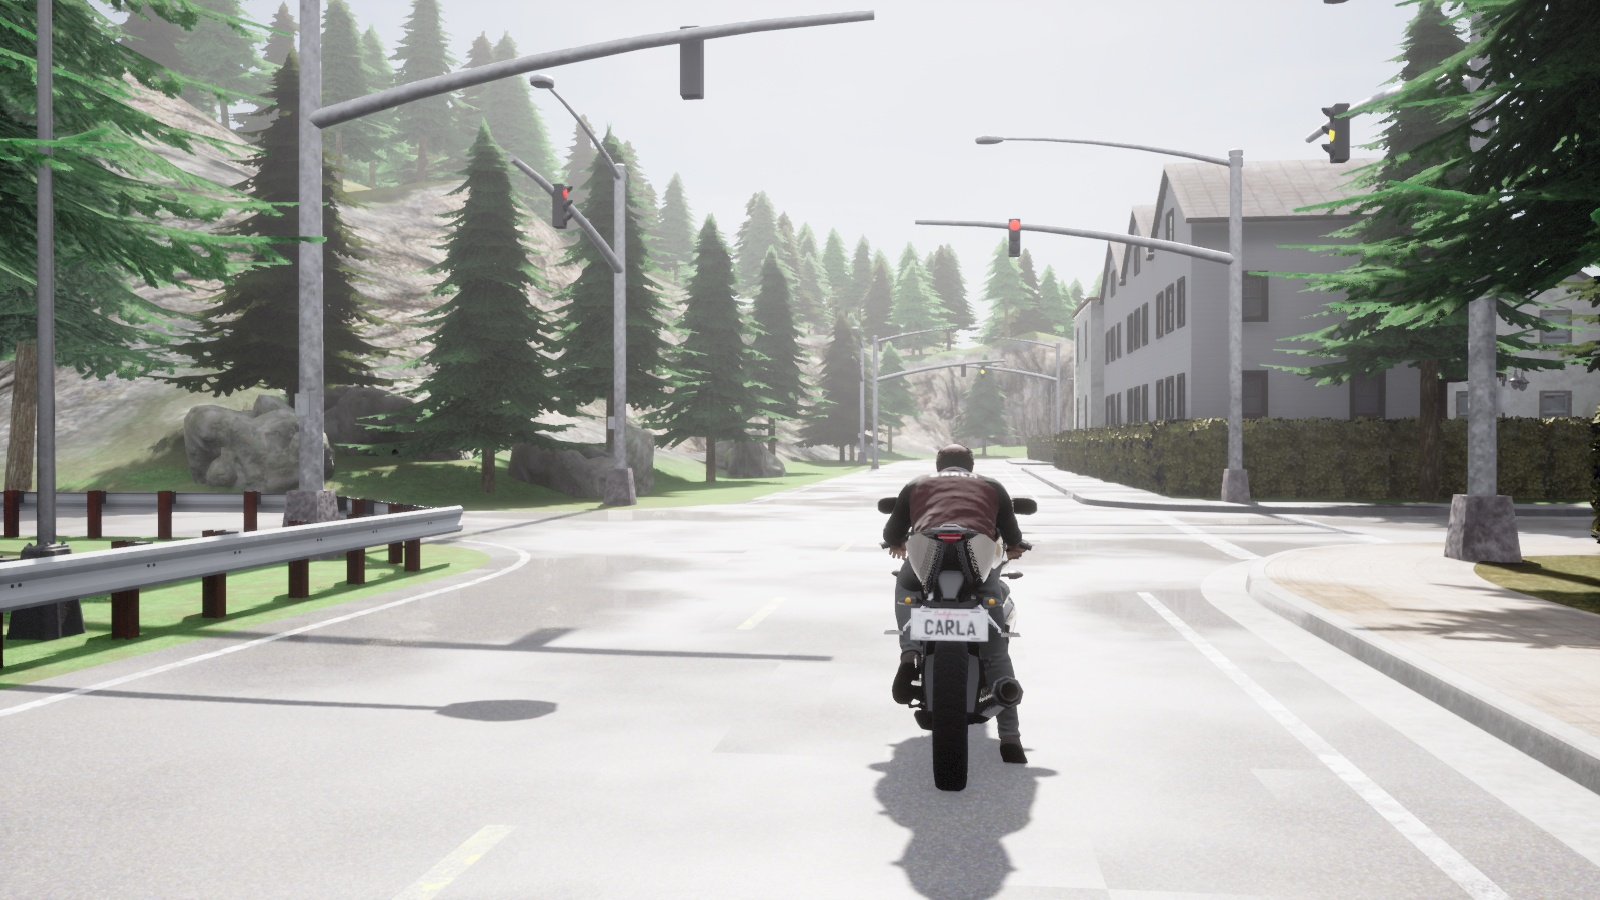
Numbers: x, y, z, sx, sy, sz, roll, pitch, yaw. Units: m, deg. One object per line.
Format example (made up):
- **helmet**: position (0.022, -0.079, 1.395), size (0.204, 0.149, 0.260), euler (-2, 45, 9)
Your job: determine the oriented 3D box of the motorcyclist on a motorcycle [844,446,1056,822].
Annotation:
- **motorcyclist on a motorcycle**: position (0.770, 0.747, 6.268), size (0.866, 1.530, 2.191), euler (0, 0, 8)
